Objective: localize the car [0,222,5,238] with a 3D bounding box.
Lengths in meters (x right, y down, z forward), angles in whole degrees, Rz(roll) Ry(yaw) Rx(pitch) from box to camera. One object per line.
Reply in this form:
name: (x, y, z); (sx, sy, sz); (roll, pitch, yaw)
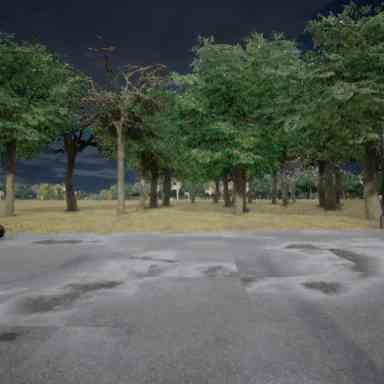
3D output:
car: (-11.752, 1.803, 16.844); (4.181, 1.385, 1.994); (-1, -2, 14)
